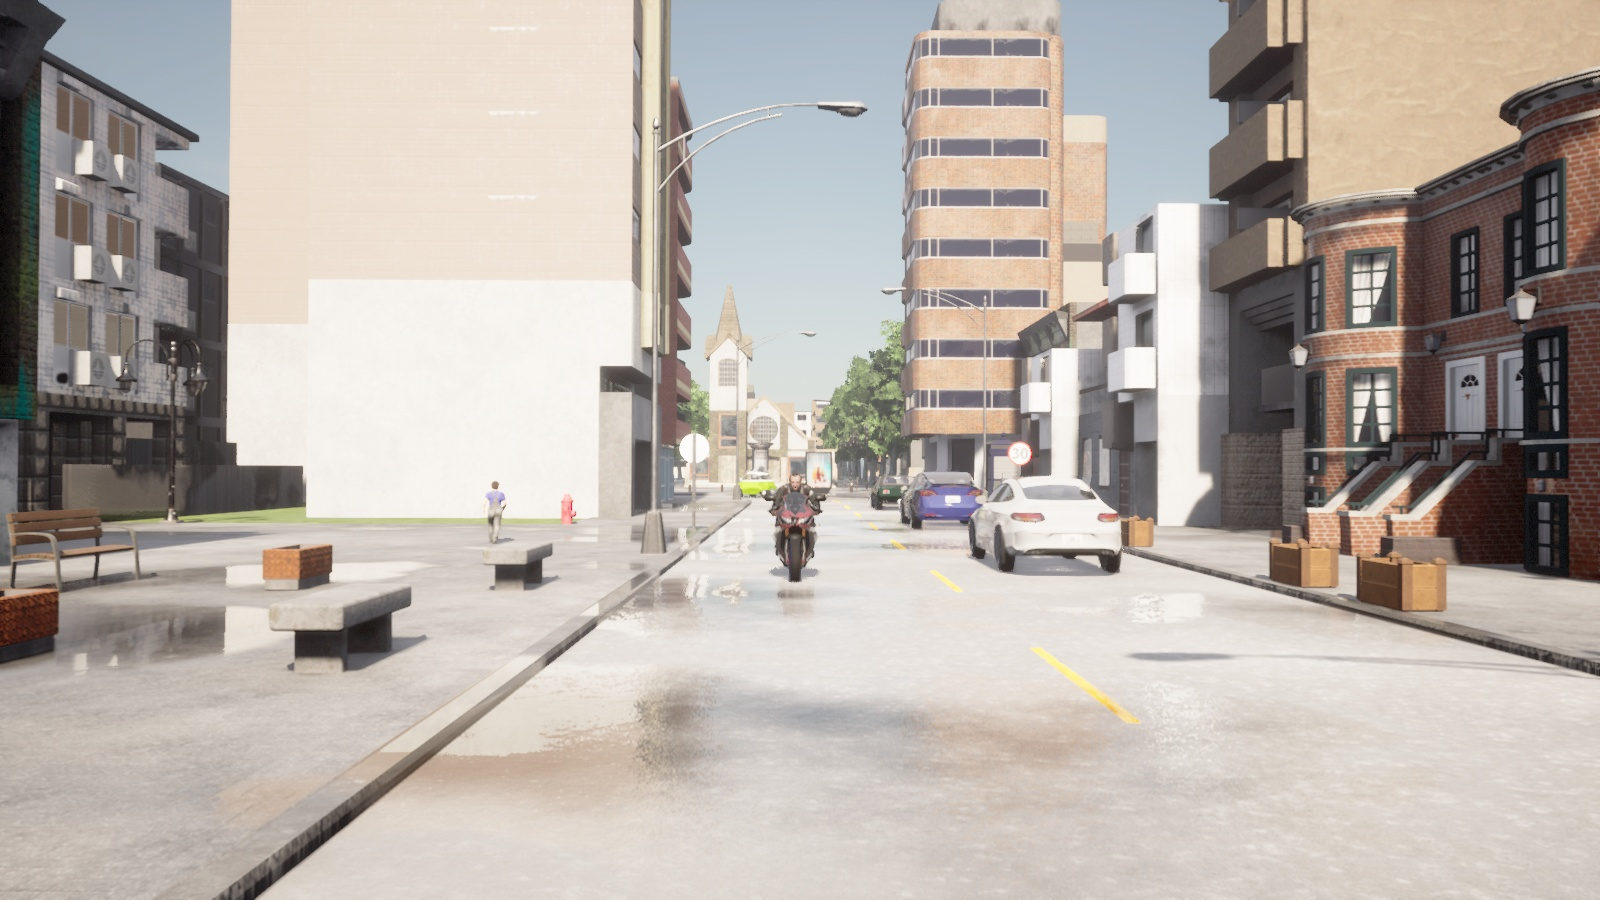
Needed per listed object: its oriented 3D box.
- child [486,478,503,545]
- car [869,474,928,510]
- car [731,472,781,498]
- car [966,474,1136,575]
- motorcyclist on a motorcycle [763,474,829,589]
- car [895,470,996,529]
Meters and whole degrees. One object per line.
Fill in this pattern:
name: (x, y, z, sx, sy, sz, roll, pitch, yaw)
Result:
child: (-5.848, 1.175, 24.050, 0.270, 1.263, 0.437, 0, -1, -7)
car: (3.804, 1.612, 49.068, 1.895, 1.301, 4.718, 0, -1, 0)
car: (-2.351, 1.851, 66.750, 2.207, 1.376, 1.481, 0, -1, 35)
car: (3.930, 1.120, 20.476, 1.812, 1.442, 4.674, 0, -1, 0)
motorcyclist on a motorcycle: (-0.059, 1.107, 17.913, 0.866, 1.530, 2.191, 0, -1, 0)
car: (3.869, 1.294, 34.197, 2.163, 1.488, 4.792, 0, -1, 0)
